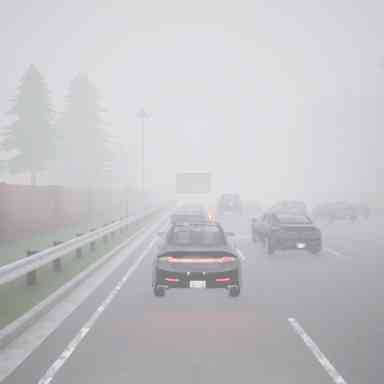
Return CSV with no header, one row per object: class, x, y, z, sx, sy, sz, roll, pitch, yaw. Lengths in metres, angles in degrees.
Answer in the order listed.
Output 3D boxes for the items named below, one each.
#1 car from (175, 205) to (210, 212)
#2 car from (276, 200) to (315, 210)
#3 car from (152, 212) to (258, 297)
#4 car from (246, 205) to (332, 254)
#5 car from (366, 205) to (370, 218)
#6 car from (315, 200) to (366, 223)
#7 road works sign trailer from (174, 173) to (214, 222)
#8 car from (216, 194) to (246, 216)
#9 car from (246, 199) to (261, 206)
car,-0.019,1.474,19.020,1.882,1.535,5.008,0,0,6
car,7.114,1.351,24.735,2.097,1.767,4.553,0,0,1
car,0.105,1.492,8.572,2.128,1.511,4.902,0,0,0
car,3.608,1.505,13.421,1.837,1.490,4.892,0,0,0
car,14.118,1.503,30.013,1.837,1.490,4.892,0,-1,0
car,10.616,1.491,25.103,2.128,1.511,4.902,0,0,0
road works sign trailer,0.076,0.464,22.938,2.380,3.560,2.880,0,0,0
car,3.619,1.218,32.932,2.150,2.045,5.566,0,0,0
car,7.121,1.526,39.951,1.812,1.442,4.674,0,0,0
